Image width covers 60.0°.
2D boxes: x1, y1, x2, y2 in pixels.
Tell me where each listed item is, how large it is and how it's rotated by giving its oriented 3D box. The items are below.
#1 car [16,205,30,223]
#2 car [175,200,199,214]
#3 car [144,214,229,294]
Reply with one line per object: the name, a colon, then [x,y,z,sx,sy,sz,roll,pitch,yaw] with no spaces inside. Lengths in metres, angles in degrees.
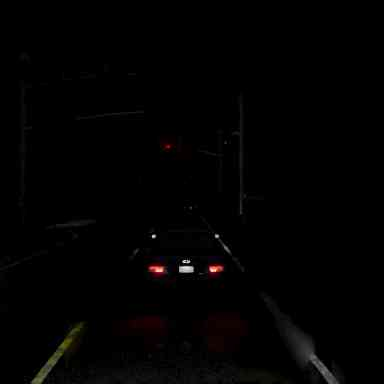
car: [-13.908,1.206,22.190,5.566,2.045,2.150,0,0,-2]
car: [-0.555,1.547,34.506,2.033,1.411,5.357,0,0,-10]
car: [-0.175,1.547,8.963,2.033,1.411,5.357,0,0,-1]
